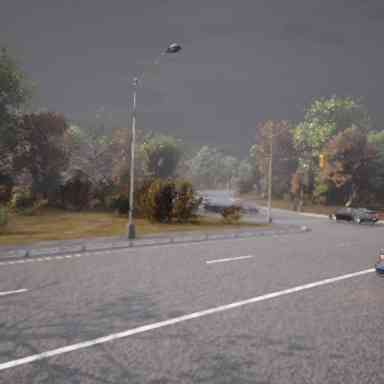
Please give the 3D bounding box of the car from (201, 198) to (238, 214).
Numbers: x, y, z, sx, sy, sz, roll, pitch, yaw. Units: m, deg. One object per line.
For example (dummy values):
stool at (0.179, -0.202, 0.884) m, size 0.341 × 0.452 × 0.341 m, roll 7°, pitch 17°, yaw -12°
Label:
car at (3.304, 1.941, 42.318) m, size 2.033 × 1.411 × 5.357 m, roll 2°, pitch 0°, yaw -20°

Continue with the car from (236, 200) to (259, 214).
car at (6.818, 1.891, 43.066) m, size 2.097 × 1.767 × 4.553 m, roll 2°, pitch 0°, yaw -20°

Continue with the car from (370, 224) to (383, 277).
car at (6.856, 1.617, 8.656) m, size 5.357 × 1.411 × 2.033 m, roll 1°, pitch -1°, yaw -36°

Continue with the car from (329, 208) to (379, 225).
car at (15.255, 2.240, 31.639) m, size 2.128 × 1.511 × 4.902 m, roll 3°, pitch -1°, yaw -20°

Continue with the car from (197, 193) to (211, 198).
car at (2.082, 1.204, 59.735) m, size 2.150 × 2.045 × 5.566 m, roll 2°, pitch 2°, yaw -12°
